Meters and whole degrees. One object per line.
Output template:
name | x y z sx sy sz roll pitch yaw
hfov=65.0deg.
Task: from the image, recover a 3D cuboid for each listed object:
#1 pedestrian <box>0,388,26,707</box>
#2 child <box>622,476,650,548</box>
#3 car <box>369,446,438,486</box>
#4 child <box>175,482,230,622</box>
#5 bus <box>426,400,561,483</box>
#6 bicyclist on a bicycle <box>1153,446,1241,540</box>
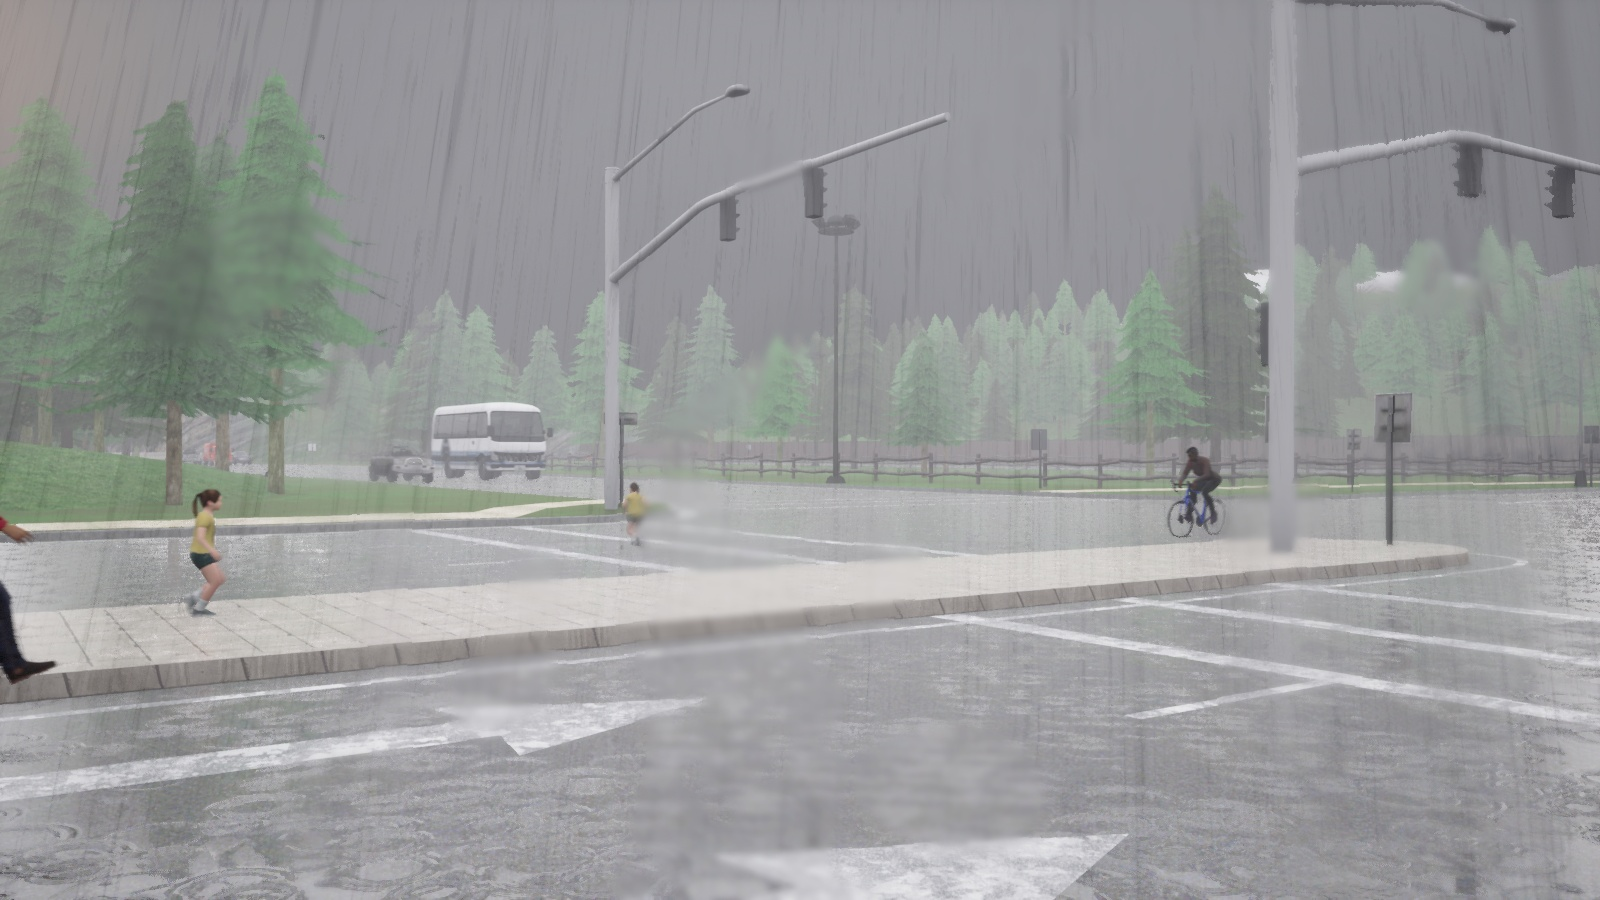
pedestrian | -4.871 0.564 7.284 0.636 1.846 0.331 0 0 -34
child | -2.599 0.978 19.862 0.255 1.110 0.394 0 0 -43
car | -19.193 0.751 60.683 1.932 1.855 4.605 0 0 -34
child | -4.871 0.817 10.230 0.394 1.110 0.255 0 0 -27
bus | -17.339 -0.423 70.369 3.944 4.253 10.273 0 0 -34
bicyclist on a bicycle | 7.099 0.738 22.448 1.656 1.620 0.582 0 0 -34
